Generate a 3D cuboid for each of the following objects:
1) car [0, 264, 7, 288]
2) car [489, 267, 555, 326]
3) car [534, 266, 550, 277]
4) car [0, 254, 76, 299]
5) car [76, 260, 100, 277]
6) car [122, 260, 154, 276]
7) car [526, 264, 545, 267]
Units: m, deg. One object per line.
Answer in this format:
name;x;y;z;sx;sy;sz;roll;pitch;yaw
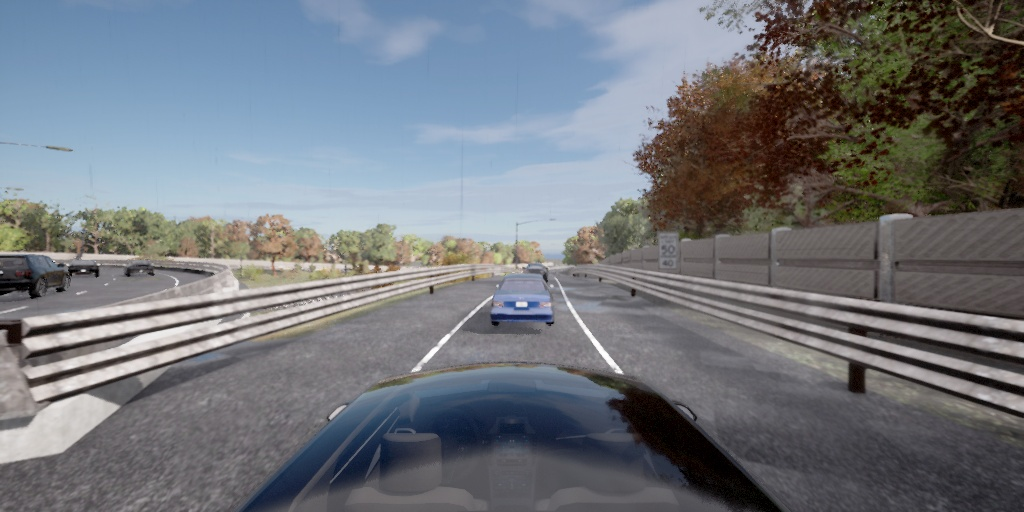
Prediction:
car;-30.994;1.214;20.335;1.812;1.442;4.674;0;0;-43
car;0.395;1.271;11.609;2.033;1.411;5.357;0;0;4
car;4.644;2.390;55.058;2.128;1.511;4.902;0;-4;7
car;-23.429;0.921;17.043;2.150;2.045;5.566;0;0;-39
car;-39.528;1.128;33.043;5.008;1.535;1.882;0;0;39
car;-36.559;1.151;35.136;4.892;1.490;1.837;0;0;40
car;1.799;1.297;27.621;1.812;1.442;4.674;0;-1;5
